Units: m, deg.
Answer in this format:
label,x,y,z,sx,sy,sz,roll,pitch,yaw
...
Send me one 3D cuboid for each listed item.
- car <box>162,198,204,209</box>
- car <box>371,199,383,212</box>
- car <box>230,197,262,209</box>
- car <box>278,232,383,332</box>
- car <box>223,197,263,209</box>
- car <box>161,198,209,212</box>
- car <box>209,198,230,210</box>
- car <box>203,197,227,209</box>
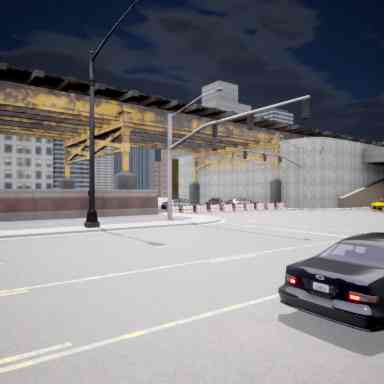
label,x,y,z,sx,sy,sz,roll,pitch,yaw
car,-0.981,1.295,37.817,4.536,1.218,1.853,0,0,8
car,22.192,1.478,37.726,5.008,1.535,1.882,0,0,-37
car,6.674,1.295,44.249,4.536,1.218,1.853,0,0,-7
car,4.079,1.547,6.688,5.357,1.411,2.033,0,0,-35
car,6.725,1.453,44.255,4.974,1.542,2.038,0,0,-7
car,-0.930,1.453,37.810,4.974,1.542,2.038,0,0,8
car,2.815,1.453,40.495,2.038,1.542,4.974,0,0,18
car,2.831,1.295,40.545,1.853,1.218,4.536,0,0,18
